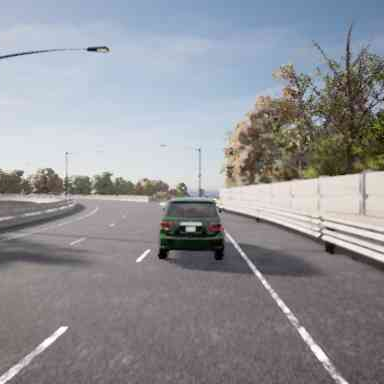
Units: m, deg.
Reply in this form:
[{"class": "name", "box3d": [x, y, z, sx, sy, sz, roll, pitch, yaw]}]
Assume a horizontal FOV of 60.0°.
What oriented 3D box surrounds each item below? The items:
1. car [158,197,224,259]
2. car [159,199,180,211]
[{"class": "car", "box3d": [-0.009, 1.211, 12.735, 2.150, 2.045, 5.566, 1, 0, 1]}, {"class": "car", "box3d": [-2.901, 1.553, 41.458, 1.895, 1.301, 4.718, 0, 0, -13]}]
